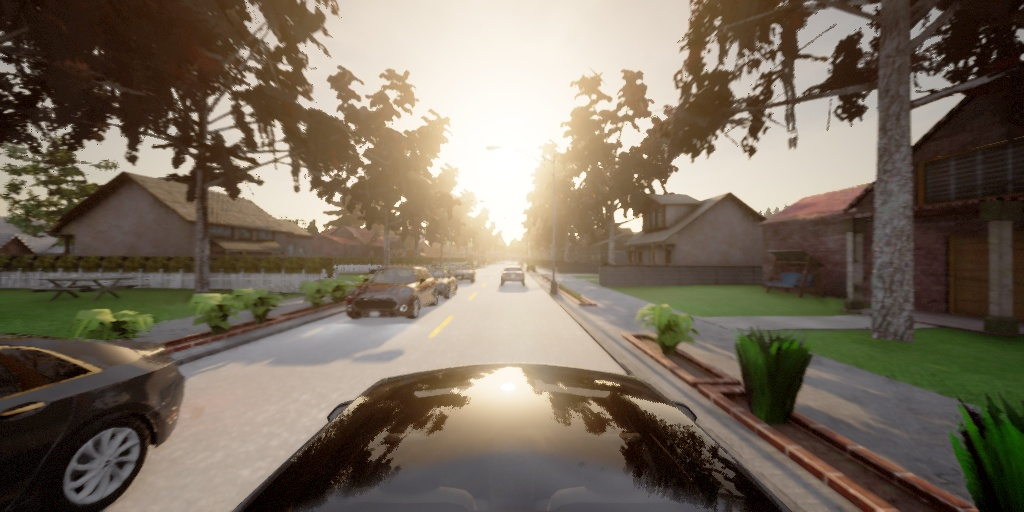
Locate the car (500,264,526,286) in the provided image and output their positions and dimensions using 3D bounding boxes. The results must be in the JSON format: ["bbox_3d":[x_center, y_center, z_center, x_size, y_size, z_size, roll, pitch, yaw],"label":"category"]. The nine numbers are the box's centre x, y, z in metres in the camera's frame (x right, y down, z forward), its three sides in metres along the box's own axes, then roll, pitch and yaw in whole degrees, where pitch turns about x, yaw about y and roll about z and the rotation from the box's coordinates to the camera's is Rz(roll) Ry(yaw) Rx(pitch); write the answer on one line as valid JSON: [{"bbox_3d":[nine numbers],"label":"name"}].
[{"bbox_3d":[0.080,1.438,27.227,2.033,1.411,5.357,0,0,0],"label":"car"}]

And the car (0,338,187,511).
[{"bbox_3d":[-4.100,1.238,1.444,1.837,1.490,4.892,0,-1,0],"label":"car"}]

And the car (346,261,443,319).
[{"bbox_3d":[-4.086,1.146,12.929,2.097,1.767,4.553,0,0,0],"label":"car"}]

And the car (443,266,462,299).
[{"bbox_3d":[-3.991,1.427,18.498,1.994,1.385,4.181,0,0,0],"label":"car"}]

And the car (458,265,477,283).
[{"bbox_3d":[-3.988,1.452,29.425,1.994,1.385,4.181,0,0,0],"label":"car"}]
